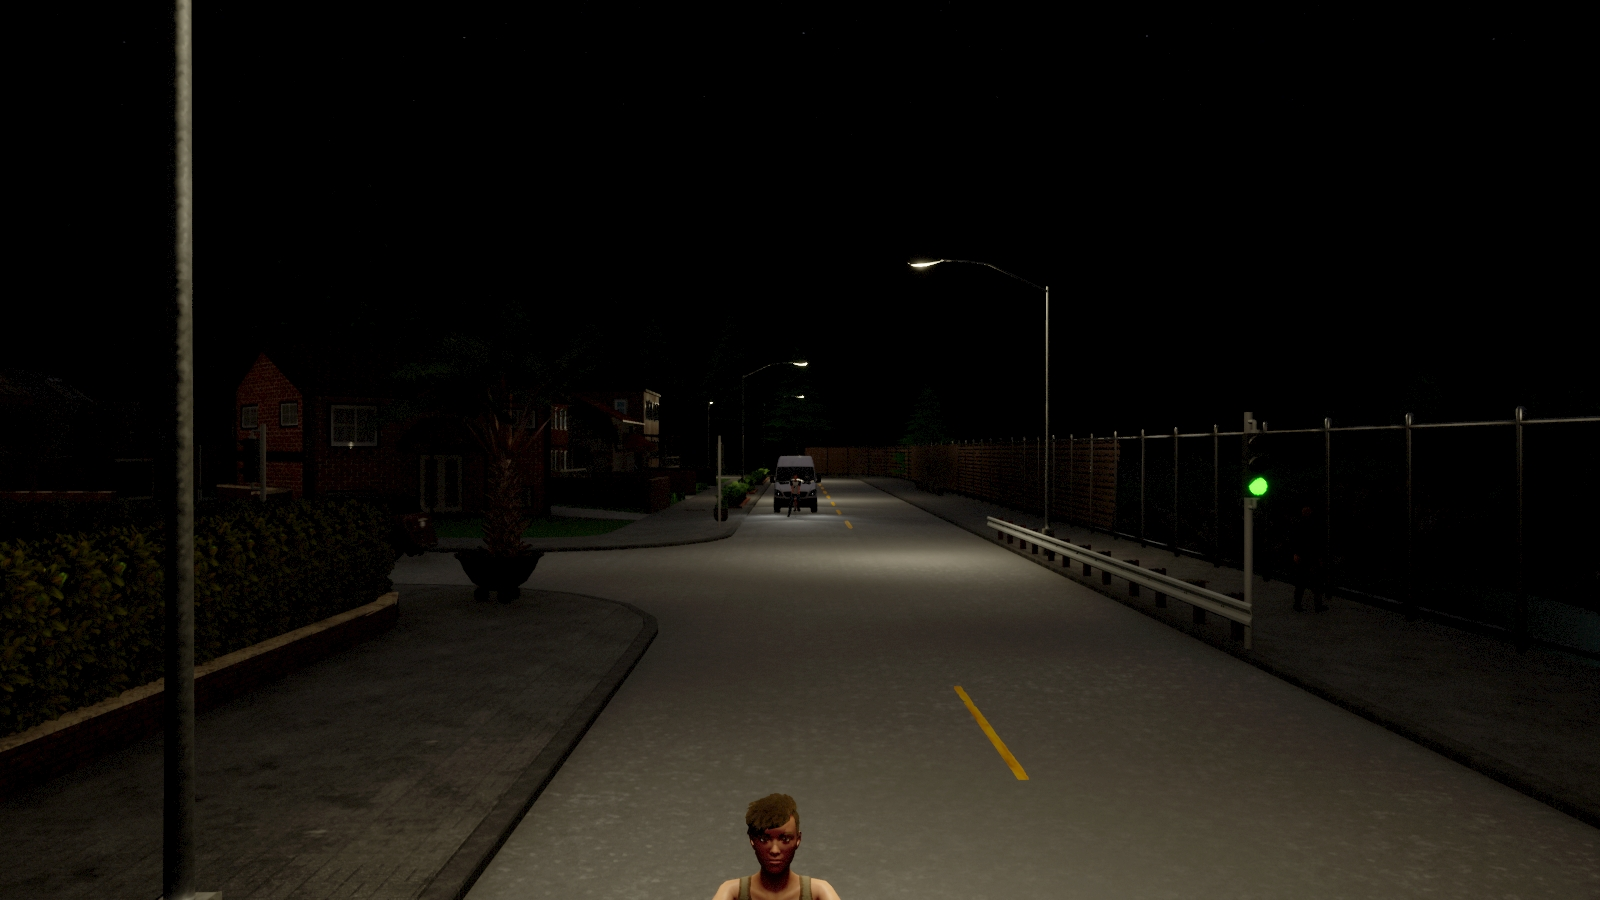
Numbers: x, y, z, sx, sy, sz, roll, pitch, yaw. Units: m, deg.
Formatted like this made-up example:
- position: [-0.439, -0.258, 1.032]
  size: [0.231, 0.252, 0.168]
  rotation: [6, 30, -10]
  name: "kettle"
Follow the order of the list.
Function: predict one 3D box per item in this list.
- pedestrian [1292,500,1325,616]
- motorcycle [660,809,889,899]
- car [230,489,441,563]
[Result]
- position: [8.306, 1.751, 18.685]
  size: [0.375, 1.860, 0.375]
  rotation: [0, 0, 1]
  name: "pedestrian"
- position: [-0.084, 2.157, 3.590]
  size: [0.764, 1.307, 2.356]
  rotation: [0, 0, -1]
  name: "motorcycle"
- position: [-11.809, 1.916, 29.296]
  size: [4.553, 1.767, 2.097]
  rotation: [0, 0, 0]
  name: "car"
